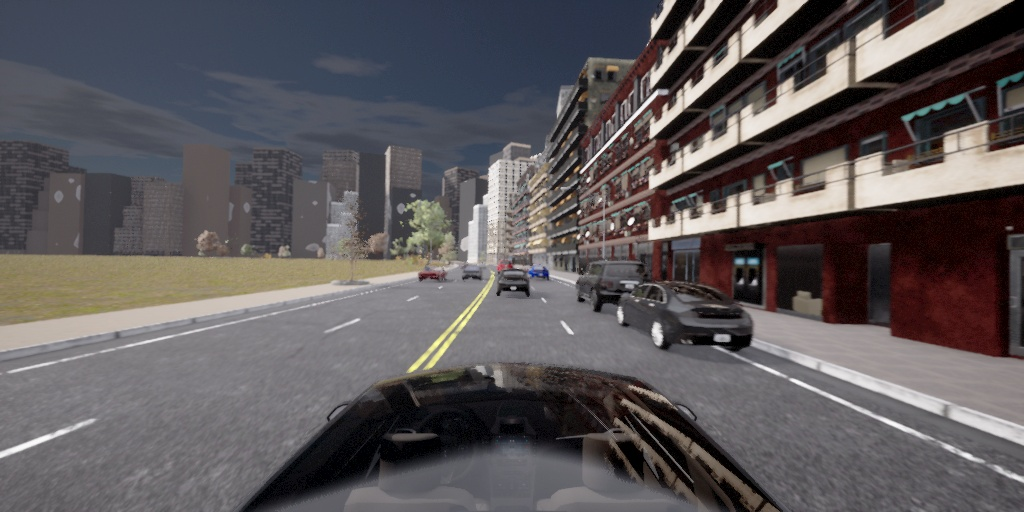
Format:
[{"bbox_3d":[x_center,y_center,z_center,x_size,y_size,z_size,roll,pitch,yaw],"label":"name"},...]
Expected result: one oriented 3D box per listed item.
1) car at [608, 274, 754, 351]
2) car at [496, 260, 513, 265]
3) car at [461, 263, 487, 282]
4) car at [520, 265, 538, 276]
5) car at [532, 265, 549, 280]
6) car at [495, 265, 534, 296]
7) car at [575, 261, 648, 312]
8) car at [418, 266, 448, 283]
[{"bbox_3d":[4.239,1.435,9.625,1.837,1.490,4.892,1,-1,0],"label":"car"},{"bbox_3d":[-1.010,1.570,51.385,2.150,2.045,5.566,1,-1,-3],"label":"car"},{"bbox_3d":[-3.691,1.623,34.192,2.033,1.411,5.357,1,-1,-2],"label":"car"},{"bbox_3d":[2.301,1.984,49.049,1.895,1.301,4.718,1,-1,-3],"label":"car"},{"bbox_3d":[2.813,1.734,38.254,1.882,1.535,5.008,1,-1,-2],"label":"car"},{"bbox_3d":[0.050,1.496,21.549,1.837,1.490,4.892,1,-1,-1],"label":"car"},{"bbox_3d":[4.246,1.228,15.712,2.150,2.045,5.566,1,-1,0],"label":"car"},{"bbox_3d":[-6.859,1.578,31.342,1.895,1.301,4.718,1,-1,-2],"label":"car"}]
